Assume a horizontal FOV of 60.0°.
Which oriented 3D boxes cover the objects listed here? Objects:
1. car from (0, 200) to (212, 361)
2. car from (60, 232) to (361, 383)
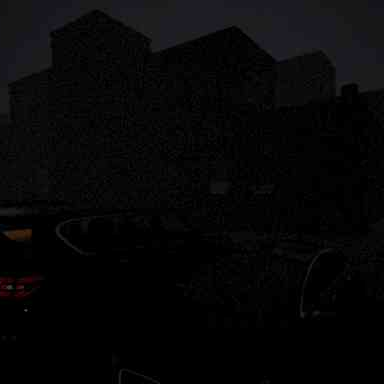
[{"bbox_3d":[-1.196,1.241,6.245,2.435,2.045,5.566,0,0,35],"label":"car"},{"bbox_3d":[1.053,1.486,4.612,2.231,1.521,4.892,0,0,36],"label":"car"}]
